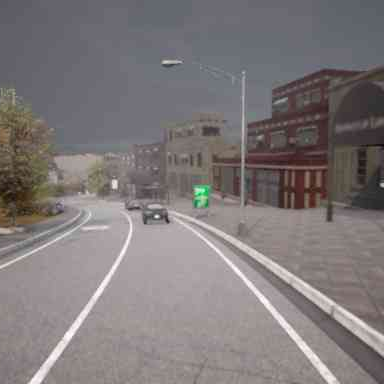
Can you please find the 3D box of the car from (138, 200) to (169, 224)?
[{"bbox_3d":[-2.824,1.502,24.878,1.812,1.442,4.674,-1,0,-11],"label":"car"}]

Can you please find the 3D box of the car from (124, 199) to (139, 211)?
[{"bbox_3d":[-7.313,1.584,41.731,1.994,1.385,4.181,-2,0,-18],"label":"car"}]
